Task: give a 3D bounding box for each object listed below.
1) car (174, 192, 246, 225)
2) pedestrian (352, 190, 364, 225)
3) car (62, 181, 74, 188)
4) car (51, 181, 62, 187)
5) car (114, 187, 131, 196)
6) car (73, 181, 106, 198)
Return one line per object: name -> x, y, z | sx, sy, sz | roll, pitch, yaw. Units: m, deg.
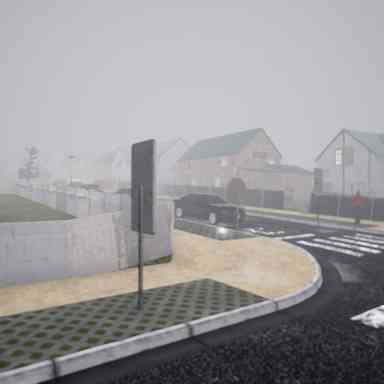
car -> 0.857, 0.820, 18.417 | 1.882, 1.535, 5.008 | 0, 3, -35
pedestrian -> 8.696, 0.775, 17.472 | 0.375, 1.860, 0.375 | 4, -2, -35
car -> -17.139, -0.813, 49.047 | 1.837, 1.490, 4.892 | 0, 2, -35
car -> -22.886, -1.242, 57.186 | 2.033, 1.411, 5.357 | 0, 2, -35
car -> -4.550, 0.402, 26.080 | 1.837, 1.490, 4.892 | 0, 3, -35
car -> -10.378, -0.079, 34.361 | 1.837, 1.490, 4.892 | 0, 3, -35
